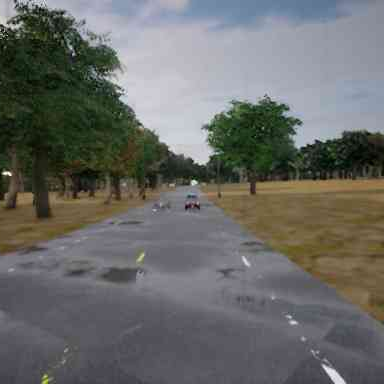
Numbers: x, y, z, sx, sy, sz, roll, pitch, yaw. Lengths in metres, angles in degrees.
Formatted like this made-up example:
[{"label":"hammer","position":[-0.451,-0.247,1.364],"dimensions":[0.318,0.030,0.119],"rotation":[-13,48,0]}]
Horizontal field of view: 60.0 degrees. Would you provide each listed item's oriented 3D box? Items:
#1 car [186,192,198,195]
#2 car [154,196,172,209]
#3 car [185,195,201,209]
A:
[{"label":"car","position":[-0.007,0.799,61.298],"dimensions":[1.882,1.535,5.008],"rotation":[0,1,0]},{"label":"car","position":[-3.523,1.248,40.344],"dimensions":[2.128,1.511,4.902],"rotation":[0,1,0]},{"label":"car","position":[0.079,1.347,40.560],"dimensions":[1.895,1.301,4.718],"rotation":[0,1,0]}]
